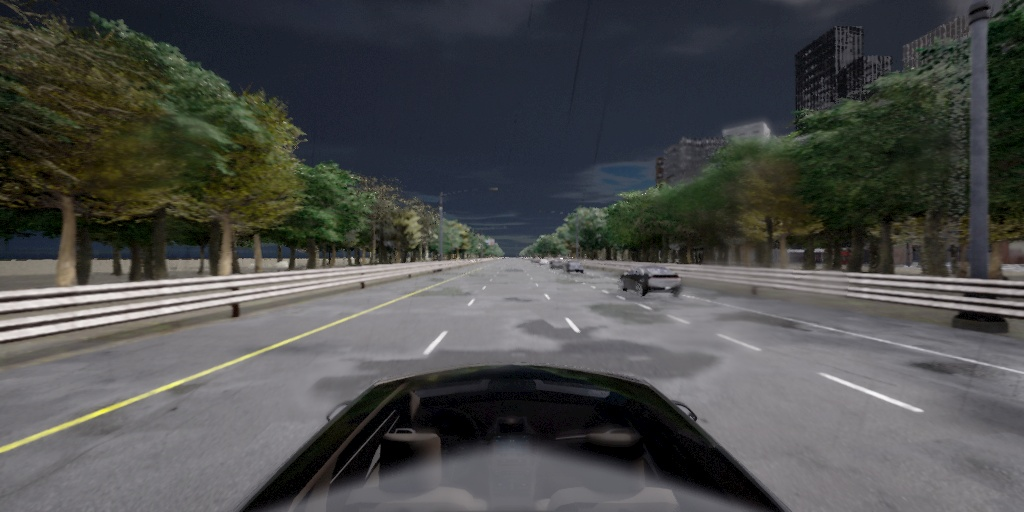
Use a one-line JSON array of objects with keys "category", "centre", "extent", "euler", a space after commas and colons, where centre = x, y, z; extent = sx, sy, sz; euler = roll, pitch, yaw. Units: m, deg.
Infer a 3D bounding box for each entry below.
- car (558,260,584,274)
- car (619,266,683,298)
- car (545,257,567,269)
[{"category": "car", "centre": [7.013, 1.333, 41.469], "extent": [2.033, 1.411, 5.357], "euler": [0, 0, 0]}, {"category": "car", "centre": [6.994, 1.250, 18.538], "extent": [2.128, 1.511, 4.902], "euler": [0, 0, 0]}, {"category": "car", "centre": [7.060, 1.303, 57.456], "extent": [2.128, 1.511, 4.902], "euler": [0, 0, 0]}]
